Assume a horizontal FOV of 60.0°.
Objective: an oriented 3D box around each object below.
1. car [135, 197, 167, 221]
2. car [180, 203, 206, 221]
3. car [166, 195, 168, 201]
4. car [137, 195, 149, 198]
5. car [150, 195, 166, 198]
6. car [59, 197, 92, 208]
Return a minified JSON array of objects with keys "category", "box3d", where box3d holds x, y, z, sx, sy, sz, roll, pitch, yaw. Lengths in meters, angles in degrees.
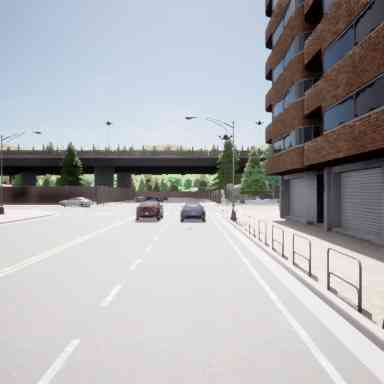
[{"category":"car","box3d":[-3.436,1.478,27.661,1.882,1.535,5.008,0,0,0]},{"category":"car","box3d":[0.085,1.563,27.211,1.994,1.385,4.181,0,0,0]},{"category":"car","box3d":[-7.000,1.540,83.744,2.033,1.411,5.357,0,0,0]},{"category":"car","box3d":[-10.500,1.525,68.464,1.812,1.442,4.674,0,0,0]},{"category":"car","box3d":[-7.001,1.555,68.822,1.994,1.385,4.181,0,0,0]},{"category":"car","box3d":[-16.656,1.492,47.700,4.674,1.442,1.812,1,0,5]}]
